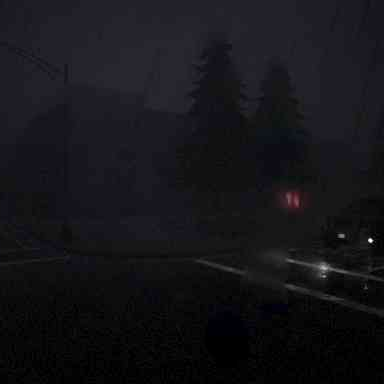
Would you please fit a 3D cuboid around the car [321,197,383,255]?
[{"bbox_3d":[7.665,1.248,13.763,5.566,2.045,2.150,0,0,-37],"label":"car"}]
